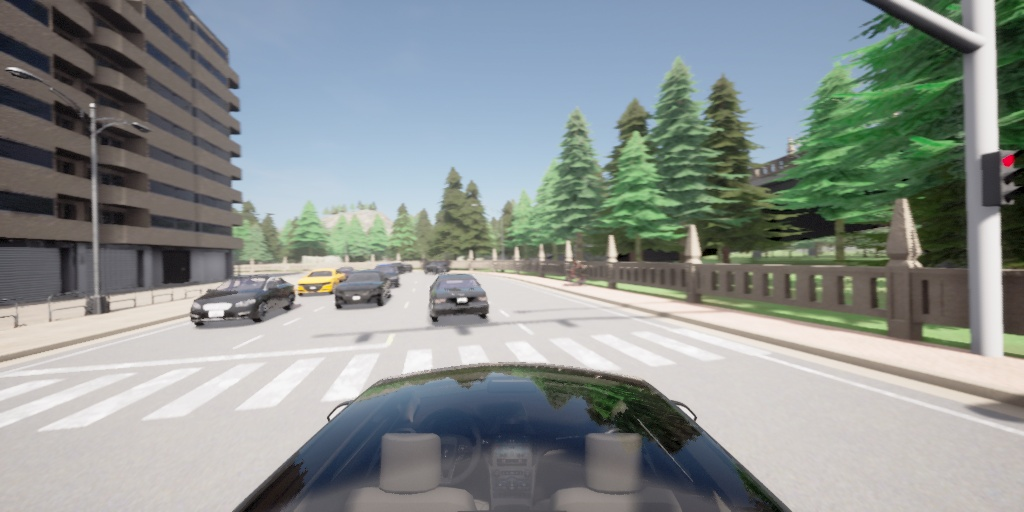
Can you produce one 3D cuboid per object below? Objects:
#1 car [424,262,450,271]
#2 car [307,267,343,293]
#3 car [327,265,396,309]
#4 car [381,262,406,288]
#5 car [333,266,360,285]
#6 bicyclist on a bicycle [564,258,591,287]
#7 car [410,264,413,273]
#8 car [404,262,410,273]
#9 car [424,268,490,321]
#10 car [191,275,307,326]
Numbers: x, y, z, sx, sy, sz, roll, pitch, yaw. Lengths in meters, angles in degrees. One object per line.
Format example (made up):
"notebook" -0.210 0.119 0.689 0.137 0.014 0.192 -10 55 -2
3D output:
"car" -9.106 1.472 43.394 2.128 1.511 4.902 -1 0 -34
"car" -11.726 1.527 22.413 1.882 1.535 5.008 -1 0 -14
"car" -6.737 1.400 16.615 1.882 1.535 5.008 -1 0 -13
"car" -9.040 1.472 25.831 2.128 1.511 4.902 -1 0 -15
"car" -14.707 1.689 31.891 1.994 1.385 4.181 -1 0 -25
"bicyclist on a bicycle" 3.699 0.955 20.341 1.656 1.620 0.582 -2 0 -13
"car" -16.095 1.652 51.239 4.902 1.511 2.128 -1 0 40
"car" -15.144 1.641 45.423 1.837 1.490 4.892 -1 0 -41
"car" -2.028 1.349 12.919 2.033 1.411 5.357 -1 0 -13
"car" -9.556 1.486 13.160 2.128 1.511 4.902 -1 0 -15
